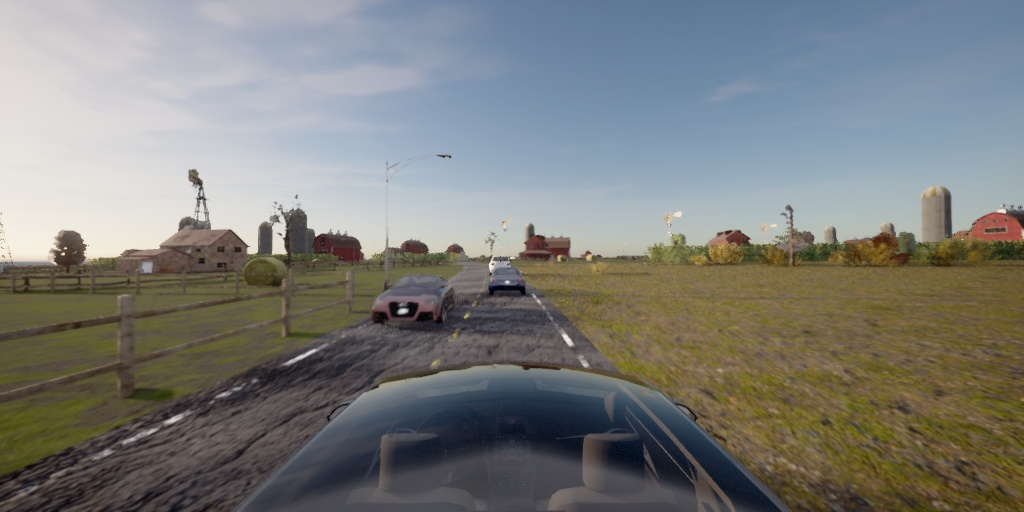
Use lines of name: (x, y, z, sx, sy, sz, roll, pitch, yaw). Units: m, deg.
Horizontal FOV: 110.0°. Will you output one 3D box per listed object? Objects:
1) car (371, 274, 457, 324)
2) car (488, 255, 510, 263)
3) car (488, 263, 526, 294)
car: (-2.990, 1.299, 11.716, 1.994, 1.385, 4.181, 1, 0, -1)
car: (-1.322, 0.965, 38.397, 2.150, 2.045, 5.566, 0, 0, -4)
car: (-0.304, 1.302, 20.251, 1.994, 1.385, 4.181, 0, 0, -2)
